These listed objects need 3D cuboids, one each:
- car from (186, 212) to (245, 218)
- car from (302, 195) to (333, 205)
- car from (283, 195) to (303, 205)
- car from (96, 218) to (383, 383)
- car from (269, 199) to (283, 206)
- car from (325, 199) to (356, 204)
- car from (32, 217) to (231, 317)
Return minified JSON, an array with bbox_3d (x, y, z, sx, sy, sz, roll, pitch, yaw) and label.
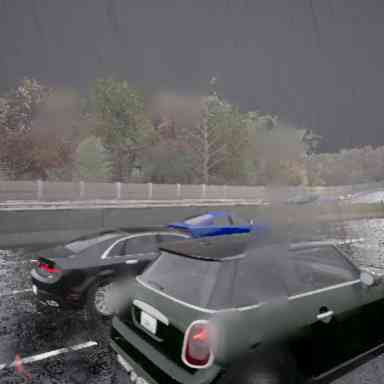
[{"bbox_3d":[1.256,1.519,13.236,5.008,1.535,1.882,0,0,-36],"label":"car"},{"bbox_3d":[16.337,1.552,41.330,4.553,1.767,2.097,0,0,-35],"label":"car"},{"bbox_3d":[15.332,1.414,44.890,5.566,2.045,2.150,1,0,-35],"label":"car"},{"bbox_3d":[1.283,1.369,4.660,4.553,1.767,2.097,0,0,-35],"label":"car"},{"bbox_3d":[13.123,1.700,47.618,4.902,1.511,2.128,1,0,-35],"label":"car"},{"bbox_3d":[17.680,1.797,37.997,4.718,1.301,1.895,0,0,-35],"label":"car"},{"bbox_3d":[-0.860,1.521,7.430,4.892,1.490,1.837,0,0,-35],"label":"car"}]
